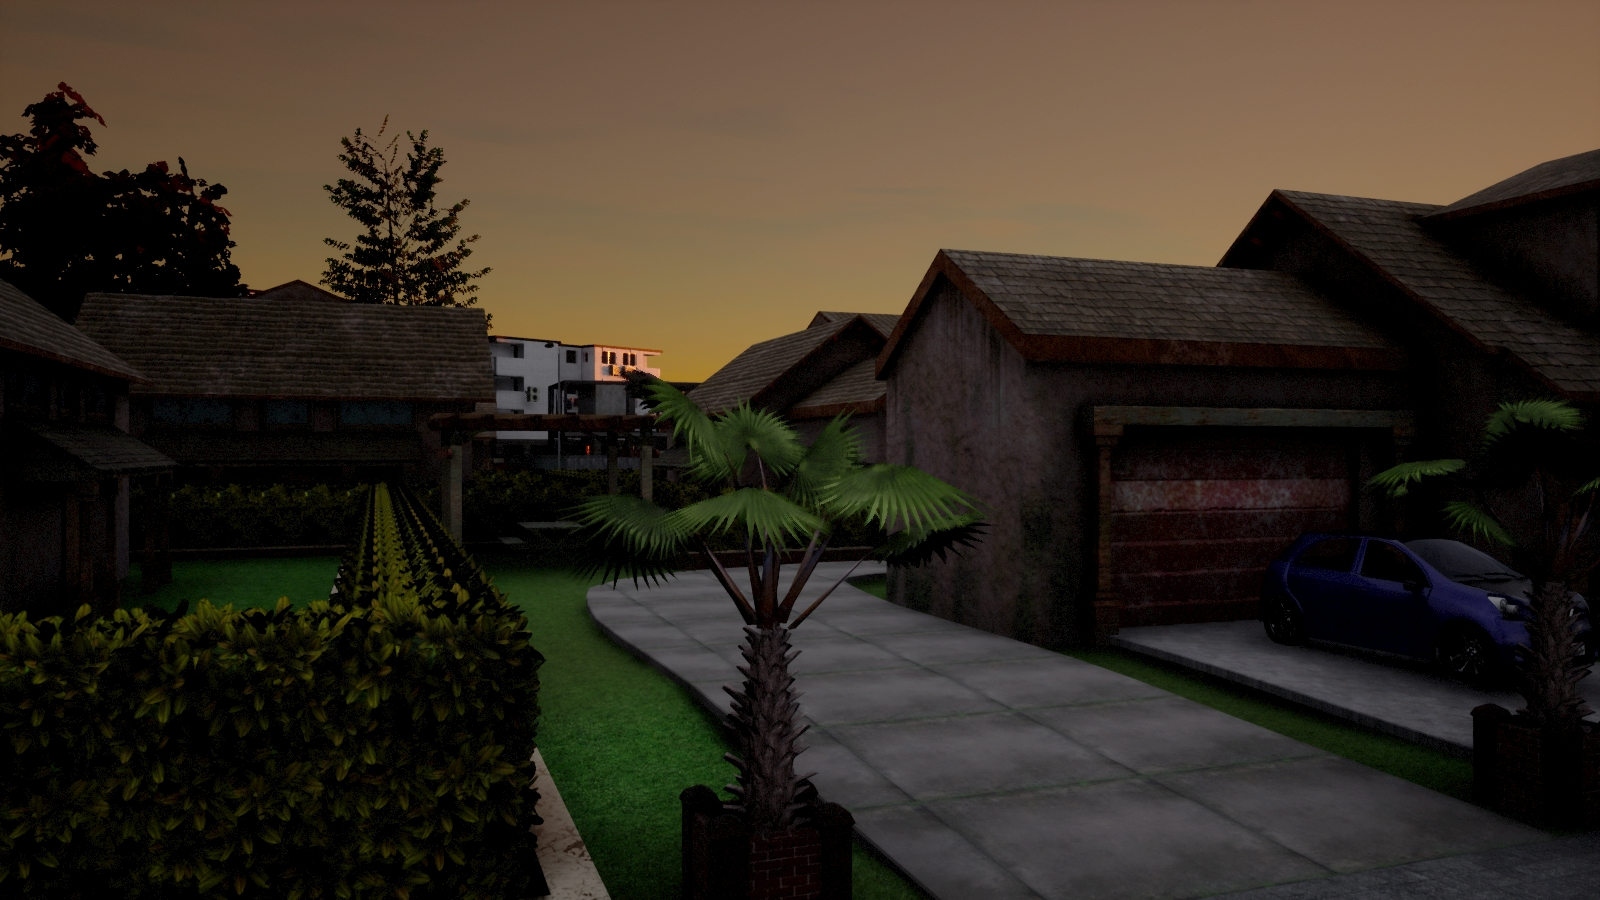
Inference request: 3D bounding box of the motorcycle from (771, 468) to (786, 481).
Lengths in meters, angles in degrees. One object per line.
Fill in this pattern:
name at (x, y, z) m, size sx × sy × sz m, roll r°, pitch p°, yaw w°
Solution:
motorcycle at (-1.939, 2.199, 102.837) m, size 0.803 × 1.199 × 2.033 m, roll 0°, pitch 0°, yaw -20°
